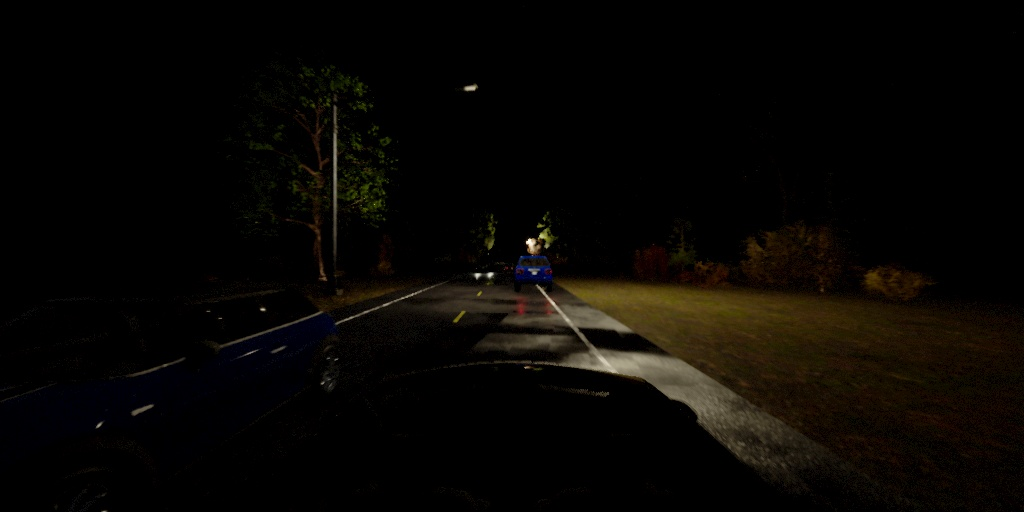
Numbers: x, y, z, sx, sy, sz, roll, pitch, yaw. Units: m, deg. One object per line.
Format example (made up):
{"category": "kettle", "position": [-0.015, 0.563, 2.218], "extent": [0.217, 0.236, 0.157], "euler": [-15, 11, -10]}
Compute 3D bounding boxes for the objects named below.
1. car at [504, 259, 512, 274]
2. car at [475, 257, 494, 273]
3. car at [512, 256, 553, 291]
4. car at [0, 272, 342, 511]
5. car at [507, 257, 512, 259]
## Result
{"category": "car", "position": [0.017, 1.405, 42.884], "extent": [2.033, 1.411, 5.357], "euler": [0, 0, 0]}
{"category": "car", "position": [-3.557, 1.101, 47.740], "extent": [2.150, 2.045, 5.566], "euler": [0, 0, 1]}
{"category": "car", "position": [1.224, 1.018, 22.245], "extent": [2.150, 2.045, 5.566], "euler": [0, 0, 0]}
{"category": "car", "position": [-3.599, 1.106, 3.463], "extent": [2.097, 1.767, 4.553], "euler": [0, 0, 0]}
{"category": "car", "position": [-0.001, 1.175, 60.473], "extent": [2.150, 2.045, 5.566], "euler": [0, 0, 0]}
